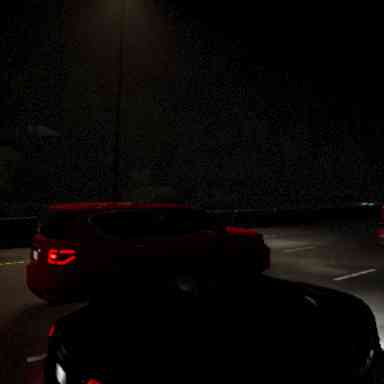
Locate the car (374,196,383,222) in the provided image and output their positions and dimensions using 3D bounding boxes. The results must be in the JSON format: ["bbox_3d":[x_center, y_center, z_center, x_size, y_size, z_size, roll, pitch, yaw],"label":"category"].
[{"bbox_3d":[15.494,1.290,23.384,5.566,2.045,2.150,0,0,-35],"label":"car"}]

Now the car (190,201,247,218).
[{"bbox_3d":[2.556,1.621,31.613,5.357,1.411,2.033,0,0,-36],"label":"car"}]

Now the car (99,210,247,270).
[{"bbox_3d":[-0.553,1.530,11.950,4.902,1.511,2.128,0,0,-36],"label":"car"}]

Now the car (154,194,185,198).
[{"bbox_3d":[-3.056,1.295,36.201,5.566,2.045,2.150,0,0,-35],"label":"car"}]

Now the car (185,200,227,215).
[{"bbox_3d":[1.505,1.637,35.159,4.181,1.385,1.994,0,0,-35],"label":"car"}]

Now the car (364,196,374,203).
[{"bbox_3d":[34.253,1.354,62.701,4.181,1.385,1.994,-1,0,-36],"label":"car"}]

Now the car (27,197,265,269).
[{"bbox_3d":[-0.654,1.247,7.594,5.566,2.045,2.150,0,0,-36],"label":"car"}]

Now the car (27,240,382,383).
[{"bbox_3d":[0.484,1.583,4.091,4.181,1.385,1.994,0,0,-36],"label":"car"}]

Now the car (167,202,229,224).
[{"bbox_3d":[0.521,1.596,25.861,4.674,1.442,1.812,0,0,-36],"label":"car"}]
